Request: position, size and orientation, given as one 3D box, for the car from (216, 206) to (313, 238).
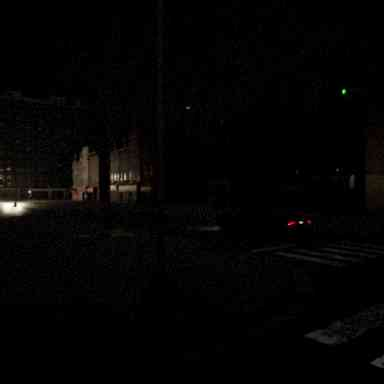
[{"bbox_3d":[3.543,1.452,17.238,2.033,1.411,5.357,0,0,-35],"label":"car"}]
